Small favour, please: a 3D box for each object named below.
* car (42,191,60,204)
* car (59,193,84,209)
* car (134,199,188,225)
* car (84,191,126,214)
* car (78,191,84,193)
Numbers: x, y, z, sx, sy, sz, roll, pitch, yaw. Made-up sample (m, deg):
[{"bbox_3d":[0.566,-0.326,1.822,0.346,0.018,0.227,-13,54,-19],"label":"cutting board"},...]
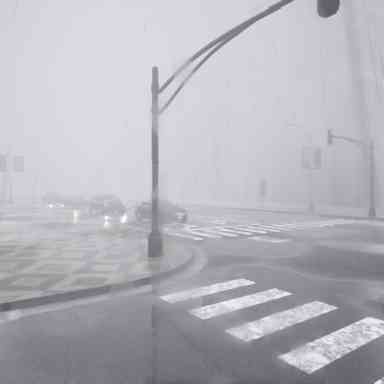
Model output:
[{"bbox_3d":[-18.885,0.694,45.371,2.097,1.767,4.553,0,1,-35],"label":"car"},{"bbox_3d":[-12.900,1.095,37.009,1.895,1.301,4.718,0,1,-36],"label":"car"},{"bbox_3d":[-2.140,1.249,22.049,2.128,1.511,4.902,0,1,-36],"label":"car"},{"bbox_3d":[-7.651,0.976,29.711,2.097,1.767,4.553,0,1,-36],"label":"car"},{"bbox_3d":[-21.671,0.520,66.194,1.882,1.535,5.008,0,1,-36],"label":"car"}]
